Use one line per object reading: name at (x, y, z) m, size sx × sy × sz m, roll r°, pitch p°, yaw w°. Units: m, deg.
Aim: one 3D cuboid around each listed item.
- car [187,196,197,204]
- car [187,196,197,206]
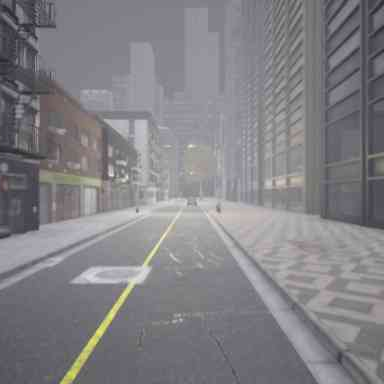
car at (0.008, 1.747, 74.479) m, size 2.097 × 1.767 × 4.553 m, roll 0°, pitch 0°, yaw 0°
car at (0.007, 2.049, 64.465) m, size 1.994 × 1.385 × 4.181 m, roll 0°, pitch 0°, yaw 0°
